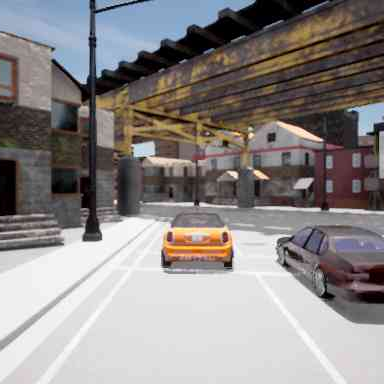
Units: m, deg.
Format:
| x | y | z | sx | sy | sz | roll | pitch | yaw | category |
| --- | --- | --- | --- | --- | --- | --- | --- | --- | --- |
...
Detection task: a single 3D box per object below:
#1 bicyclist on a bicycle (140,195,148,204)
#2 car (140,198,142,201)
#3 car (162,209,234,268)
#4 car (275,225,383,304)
| x | y | z | sx | sy | sz | roll | pitch | yaw | category |
| --- | --- | --- | --- | --- | --- | --- | --- | --- | --- |
| -8.513 | 1.310 | 59.204 | 1.656 | 1.620 | 0.582 | 0 | 0 | -45 | bicyclist on a bicycle |
| -13.328 | 1.461 | 70.972 | 4.974 | 1.542 | 2.038 | 0 | 0 | -15 | car |
| 0.228 | 1.352 | 11.513 | 2.097 | 1.767 | 4.553 | 0 | 0 | 2 | car |
| 3.588 | 1.548 | 8.364 | 2.033 | 1.411 | 5.357 | 0 | 0 | 0 | car |
